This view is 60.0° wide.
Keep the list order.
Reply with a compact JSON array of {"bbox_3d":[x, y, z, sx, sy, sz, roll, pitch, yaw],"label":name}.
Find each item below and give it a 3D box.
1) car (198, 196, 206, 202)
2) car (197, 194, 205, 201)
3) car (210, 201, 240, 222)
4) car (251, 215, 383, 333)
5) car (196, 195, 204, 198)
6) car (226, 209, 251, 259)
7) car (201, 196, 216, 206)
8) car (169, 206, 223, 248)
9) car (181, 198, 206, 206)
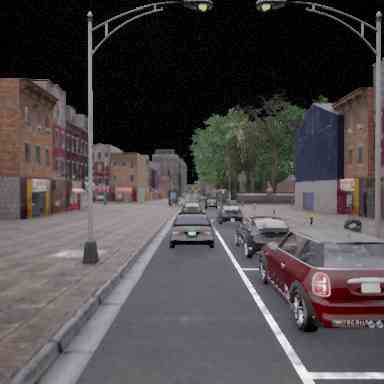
[{"bbox_3d":[2.625,1.845,89.593,2.008,1.369,4.403,-1,0,0],"label":"car"},{"bbox_3d":[2.620,1.652,95.044,2.192,1.841,5.009,-1,0,0],"label":"car"},{"bbox_3d":[2.629,1.560,23.691,2.008,1.369,4.403,-1,0,0],"label":"car"},{"bbox_3d":[2.629,1.437,6.825,1.967,1.590,4.097,-1,0,0],"label":"car"},{"bbox_3d":[2.626,1.771,78.692,2.008,1.369,4.403,-1,0,0],"label":"car"},{"bbox_3d":[2.630,1.550,12.446,2.008,1.369,4.403,-1,0,0],"label":"car"},{"bbox_3d":[2.628,1.629,46.178,1.947,1.339,4.313,-1,0,0],"label":"car"},{"bbox_3d":[0.000,1.565,14.652,2.033,1.411,5.357,0,0,0],"label":"car"},{"bbox_3d":[0.000,1.553,29.654,1.812,1.442,4.674,0,0,0],"label":"car"}]
